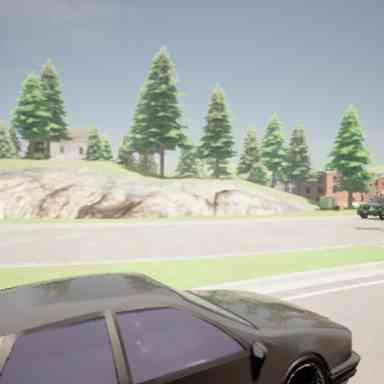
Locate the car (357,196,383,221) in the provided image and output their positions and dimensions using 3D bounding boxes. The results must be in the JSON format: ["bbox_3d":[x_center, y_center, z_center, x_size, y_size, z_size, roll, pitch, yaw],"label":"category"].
[{"bbox_3d":[16.918,1.326,28.781,5.566,2.045,2.150,0,0,-25],"label":"car"}]

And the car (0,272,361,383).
[{"bbox_3d":[-0.788,1.544,3.073,5.357,1.411,2.033,0,0,-32],"label":"car"}]
